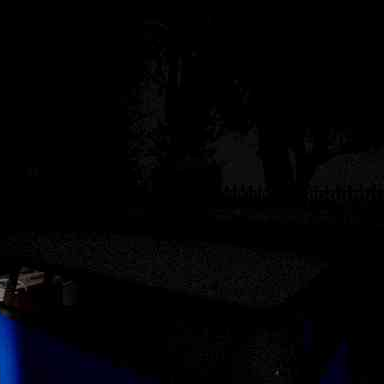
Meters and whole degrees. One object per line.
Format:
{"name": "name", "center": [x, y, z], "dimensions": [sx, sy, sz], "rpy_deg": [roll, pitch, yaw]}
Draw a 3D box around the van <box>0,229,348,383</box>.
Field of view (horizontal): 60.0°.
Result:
{"name": "van", "center": [-0.649, 1.341, 3.174], "dimensions": [3.998, 1.788, 1.690], "rpy_deg": [0, 0, 35]}
